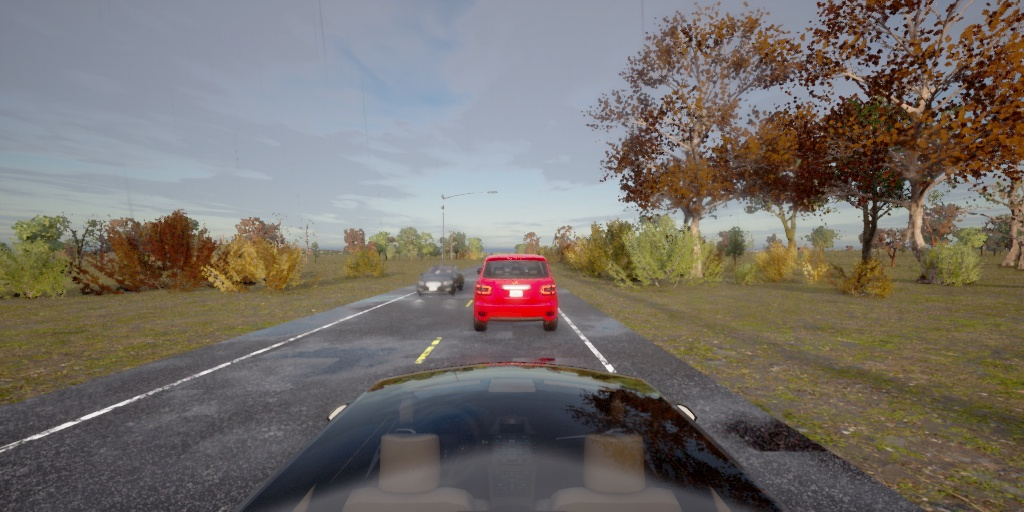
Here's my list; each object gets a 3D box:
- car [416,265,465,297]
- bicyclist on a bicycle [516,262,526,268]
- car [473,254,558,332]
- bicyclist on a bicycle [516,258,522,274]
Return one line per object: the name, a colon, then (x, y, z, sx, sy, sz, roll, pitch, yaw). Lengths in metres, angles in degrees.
car: (-3.649, 1.235, 18.978, 2.128, 1.511, 4.902, 0, 0, 0)
bicyclist on a bicycle: (0.857, 1.110, 30.227, 0.659, 1.776, 1.843, 0, 0, 0)
car: (0.077, 0.968, 11.048, 2.150, 2.045, 5.566, 0, 0, -1)
bicyclist on a bicycle: (0.781, 1.107, 40.240, 0.659, 1.776, 1.843, 0, 0, 0)
